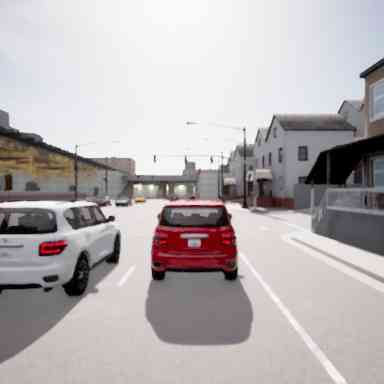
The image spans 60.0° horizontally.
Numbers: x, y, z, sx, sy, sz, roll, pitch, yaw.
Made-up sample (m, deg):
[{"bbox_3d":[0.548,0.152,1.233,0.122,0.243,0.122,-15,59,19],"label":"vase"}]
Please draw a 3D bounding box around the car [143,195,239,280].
[{"bbox_3d":[0.081,1.227,10.087,2.150,2.045,5.566,0,0,1],"label":"car"}]

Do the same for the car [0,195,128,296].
[{"bbox_3d":[-3.425,1.230,8.819,2.150,2.045,5.566,0,0,0],"label":"car"}]

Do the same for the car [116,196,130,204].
[{"bbox_3d":[-13.972,1.542,67.370,1.837,1.490,4.892,0,0,0],"label":"car"}]

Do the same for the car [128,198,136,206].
[{"bbox_3d":[-10.556,1.580,51.565,2.033,1.411,5.357,0,0,0],"label":"car"}]

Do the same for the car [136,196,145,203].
[{"bbox_3d":[-10.474,1.516,67.438,1.882,1.535,5.008,0,0,0],"label":"car"}]

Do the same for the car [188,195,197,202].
[{"bbox_3d":[0.030,1.374,70.242,1.837,1.490,4.892,0,0,0],"label":"car"}]

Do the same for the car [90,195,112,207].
[{"bbox_3d":[-14.053,1.389,51.711,2.097,1.767,4.553,0,0,0],"label":"car"}]
